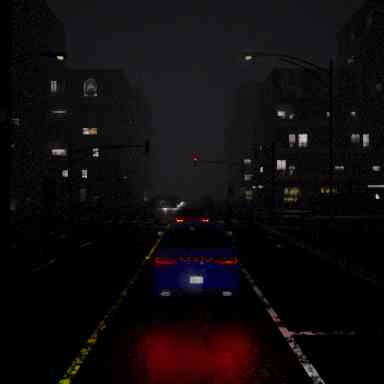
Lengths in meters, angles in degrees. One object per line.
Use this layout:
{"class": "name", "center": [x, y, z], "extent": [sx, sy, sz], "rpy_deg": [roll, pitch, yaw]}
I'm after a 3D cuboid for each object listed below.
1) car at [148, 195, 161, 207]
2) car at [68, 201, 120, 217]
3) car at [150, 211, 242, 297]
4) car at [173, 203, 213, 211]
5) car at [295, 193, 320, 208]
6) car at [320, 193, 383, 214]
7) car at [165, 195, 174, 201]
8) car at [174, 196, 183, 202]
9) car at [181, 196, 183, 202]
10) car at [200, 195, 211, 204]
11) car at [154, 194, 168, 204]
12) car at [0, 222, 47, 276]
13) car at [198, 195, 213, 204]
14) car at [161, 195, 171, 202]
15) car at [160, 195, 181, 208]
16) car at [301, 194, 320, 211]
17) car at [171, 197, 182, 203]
{"class": "car", "center": [-5.772, 1.580, 51.858], "extent": [1.947, 1.339, 4.313], "rpy_deg": [0, 0, 0]}
{"class": "car", "center": [-9.635, 1.647, 32.765], "extent": [4.902, 1.511, 2.128], "rpy_deg": [-1, 0, -10]}
{"class": "car", "center": [0.090, 1.477, 8.632], "extent": [1.882, 1.535, 5.008], "rpy_deg": [0, 0, 0]}
{"class": "car", "center": [0.070, 1.526, 17.973], "extent": [1.812, 1.442, 4.674], "rpy_deg": [0, 0, 1]}
{"class": "car", "center": [14.499, 1.015, 38.206], "extent": [5.009, 1.841, 2.192], "rpy_deg": [-1, 1, -1]}
{"class": "car", "center": [14.647, 1.029, 29.828], "extent": [5.009, 1.841, 2.192], "rpy_deg": [-1, 1, -1]}
{"class": "car", "center": [-5.827, 1.480, 85.953], "extent": [1.967, 1.590, 4.097], "rpy_deg": [0, 0, 0]}
{"class": "car", "center": [-3.126, 1.621, 78.559], "extent": [1.895, 1.301, 4.718], "rpy_deg": [0, 0, 0]}
{"class": "car", "center": [-3.171, 1.370, 58.712], "extent": [2.097, 1.767, 4.553], "rpy_deg": [0, 0, 0]}
{"class": "car", "center": [2.590, 1.461, 63.238], "extent": [1.967, 1.590, 4.097], "rpy_deg": [0, 0, 0]}
{"class": "car", "center": [-5.791, 1.336, 63.223], "extent": [2.192, 1.841, 5.009], "rpy_deg": [0, 0, 0]}
{"class": "car", "center": [-5.756, 1.582, 9.834], "extent": [1.802, 1.307, 4.206], "rpy_deg": [0, 0, 0]}
{"class": "car", "center": [2.598, 1.458, 57.556], "extent": [1.967, 1.590, 4.097], "rpy_deg": [0, 0, 0]}
{"class": "car", "center": [-5.809, 1.470, 74.588], "extent": [1.967, 1.590, 4.097], "rpy_deg": [0, 0, 0]}
{"class": "car", "center": [-3.158, 1.560, 49.230], "extent": [2.033, 1.411, 5.357], "rpy_deg": [0, 0, -1]}
{"class": "car", "center": [14.727, 1.205, 35.637], "extent": [4.892, 1.490, 1.837], "rpy_deg": [-1, 0, -1]}
{"class": "car", "center": [-3.119, 1.626, 68.221], "extent": [1.895, 1.301, 4.718], "rpy_deg": [0, 0, 0]}
